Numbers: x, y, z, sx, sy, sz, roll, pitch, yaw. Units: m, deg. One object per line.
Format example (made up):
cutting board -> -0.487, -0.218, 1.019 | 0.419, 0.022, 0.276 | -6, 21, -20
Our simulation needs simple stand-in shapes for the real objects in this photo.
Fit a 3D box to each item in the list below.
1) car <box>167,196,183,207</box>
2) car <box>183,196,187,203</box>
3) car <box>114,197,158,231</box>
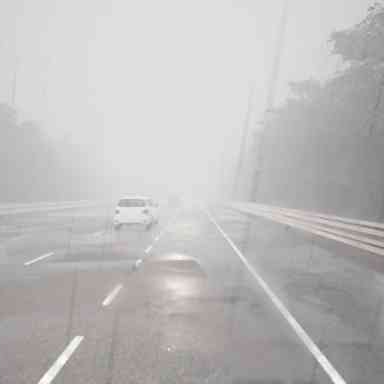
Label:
car -> -3.278, 1.688, 60.166 | 2.150, 2.045, 5.566 | 0, -1, 0
car -> -3.028, 2.327, 89.281 | 1.994, 1.385, 4.181 | 0, -1, 1
car -> -3.466, 1.316, 21.475 | 2.150, 2.045, 5.566 | 0, 0, 0
